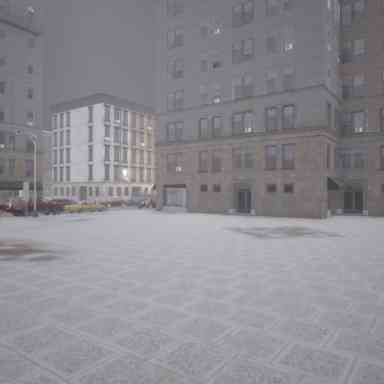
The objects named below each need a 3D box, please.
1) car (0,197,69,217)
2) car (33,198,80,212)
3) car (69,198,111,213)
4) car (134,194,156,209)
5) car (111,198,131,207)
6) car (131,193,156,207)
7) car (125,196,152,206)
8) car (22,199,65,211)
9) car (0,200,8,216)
[{"bbox_3d":[-14.763,1.345,31.490,2.192,1.841,5.009,0,0,36],"label":"car"},{"bbox_3d":[-15.900,1.512,39.263,1.837,1.490,4.892,0,0,36],"label":"car"},{"bbox_3d":[-11.484,1.557,36.004,1.752,1.417,4.829,0,0,36],"label":"car"},{"bbox_3d":[-5.223,1.476,44.618,1.967,1.590,4.097,0,0,36],"label":"car"},{"bbox_3d":[-11.715,1.544,49.336,1.887,1.381,4.507,0,0,36],"label":"car"},{"bbox_3d":[-7.501,1.225,50.775,2.150,2.045,5.566,0,1,36],"label":"car"},{"bbox_3d":[-8.535,1.441,53.712,1.967,1.590,4.097,0,0,36],"label":"car"},{"bbox_3d":[-18.075,1.546,40.585,2.008,1.369,4.403,0,0,36],"label":"car"},{"bbox_3d":[-17.944,1.580,27.115,2.008,1.369,4.403,0,0,36],"label":"car"}]
